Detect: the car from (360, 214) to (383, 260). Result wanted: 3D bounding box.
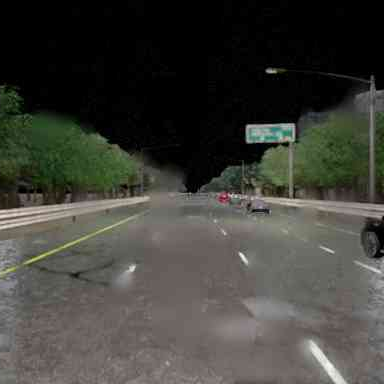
[{"bbox_3d":[7.008,1.223,9.364,2.150,2.045,5.566,0,0,0],"label":"car"}]

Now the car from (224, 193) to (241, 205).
[{"bbox_3d":[7.159,1.454,56.296,2.128,1.511,4.902,0,0,0],"label":"car"}]

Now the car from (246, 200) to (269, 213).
[{"bbox_3d":[7.082,1.550,36.261,1.994,1.385,4.181,0,0,0],"label":"car"}]

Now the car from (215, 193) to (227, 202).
[{"bbox_3d":[7.232,1.170,76.342,2.150,2.045,5.566,0,0,0],"label":"car"}]
